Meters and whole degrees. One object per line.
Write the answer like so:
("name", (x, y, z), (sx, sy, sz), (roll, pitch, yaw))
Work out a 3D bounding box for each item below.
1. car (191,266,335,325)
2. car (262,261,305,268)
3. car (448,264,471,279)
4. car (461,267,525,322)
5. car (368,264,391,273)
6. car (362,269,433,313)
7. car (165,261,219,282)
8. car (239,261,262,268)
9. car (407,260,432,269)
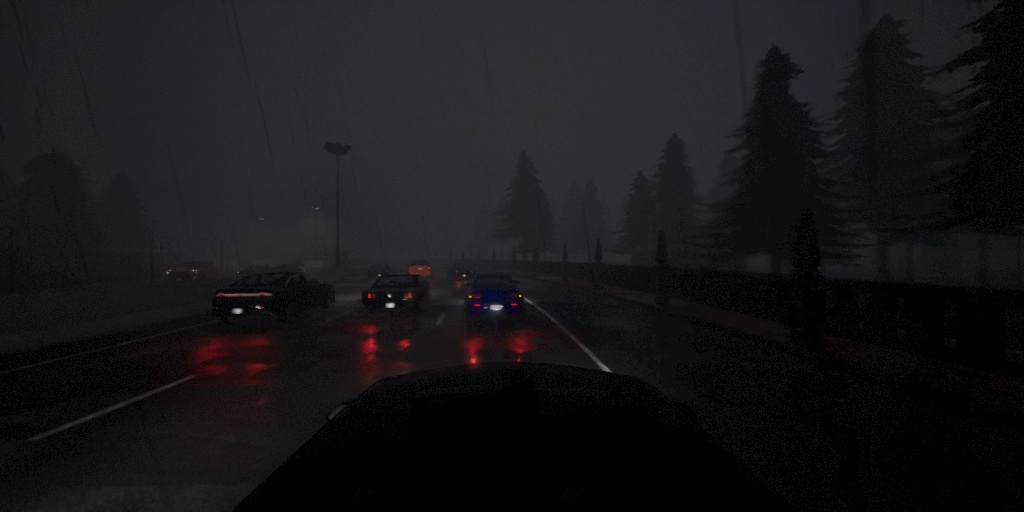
("car", (-7.661, 1.269, 12.082), (2.128, 1.511, 4.902), (0, 0, -6))
("car", (-18.809, 1.382, 30.029), (1.994, 1.385, 4.181), (0, 0, -18))
("car", (-4.642, 1.364, 32.303), (1.895, 1.301, 4.718), (0, 0, -16))
("car", (-0.680, 1.277, 12.327), (1.812, 1.442, 4.674), (0, 0, -6))
("car", (-12.323, 1.393, 33.449), (1.895, 1.301, 4.718), (0, 0, -18))
("car", (-4.364, 1.366, 14.254), (1.895, 1.301, 4.718), (0, 0, -7))
("car", (-25.911, 1.197, 29.244), (2.097, 1.767, 4.553), (0, 0, -19))
("car", (-23.422, 1.436, 32.842), (1.895, 1.301, 4.718), (0, 0, -20))
("car", (-8.423, 1.130, 32.543), (2.097, 1.767, 4.553), (0, 0, -17))
